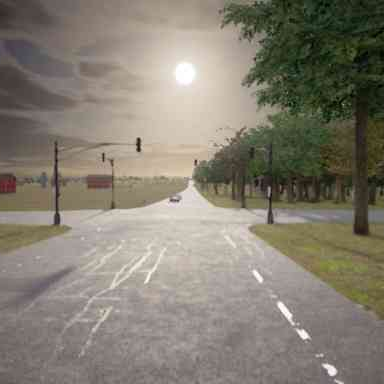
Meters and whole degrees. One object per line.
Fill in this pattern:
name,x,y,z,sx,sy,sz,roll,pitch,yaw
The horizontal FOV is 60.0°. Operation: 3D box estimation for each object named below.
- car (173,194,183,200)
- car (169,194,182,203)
car,-3.370,1.160,80.227,2.128,1.511,4.902,0,1,0
car,-3.428,1.317,64.924,2.033,1.411,5.357,0,0,0
